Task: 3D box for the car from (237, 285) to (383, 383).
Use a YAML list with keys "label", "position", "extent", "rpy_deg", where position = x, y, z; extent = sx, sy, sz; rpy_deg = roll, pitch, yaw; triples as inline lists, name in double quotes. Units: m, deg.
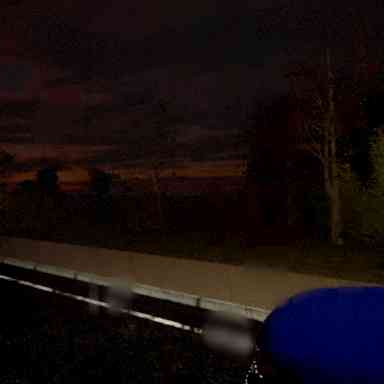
- label: "car"
  position: [2.887, 1.199, 1.504]
  extent: [5.566, 2.045, 2.150]
  rpy_deg: [-1, -1, 35]
